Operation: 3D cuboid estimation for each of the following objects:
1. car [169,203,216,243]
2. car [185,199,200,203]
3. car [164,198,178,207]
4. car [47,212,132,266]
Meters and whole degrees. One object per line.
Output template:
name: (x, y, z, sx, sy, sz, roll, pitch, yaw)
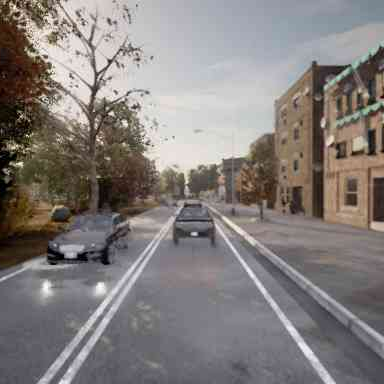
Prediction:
car: (0.099, 1.485, 15.945, 2.128, 1.511, 4.902, 0, 0, 0)
car: (0.078, 1.489, 34.109, 1.882, 1.535, 5.008, 0, 0, 0)
car: (-3.393, 1.680, 54.265, 2.128, 1.511, 4.902, 0, -1, 0)
car: (-3.350, 1.487, 11.658, 2.128, 1.511, 4.902, 0, 0, 0)
